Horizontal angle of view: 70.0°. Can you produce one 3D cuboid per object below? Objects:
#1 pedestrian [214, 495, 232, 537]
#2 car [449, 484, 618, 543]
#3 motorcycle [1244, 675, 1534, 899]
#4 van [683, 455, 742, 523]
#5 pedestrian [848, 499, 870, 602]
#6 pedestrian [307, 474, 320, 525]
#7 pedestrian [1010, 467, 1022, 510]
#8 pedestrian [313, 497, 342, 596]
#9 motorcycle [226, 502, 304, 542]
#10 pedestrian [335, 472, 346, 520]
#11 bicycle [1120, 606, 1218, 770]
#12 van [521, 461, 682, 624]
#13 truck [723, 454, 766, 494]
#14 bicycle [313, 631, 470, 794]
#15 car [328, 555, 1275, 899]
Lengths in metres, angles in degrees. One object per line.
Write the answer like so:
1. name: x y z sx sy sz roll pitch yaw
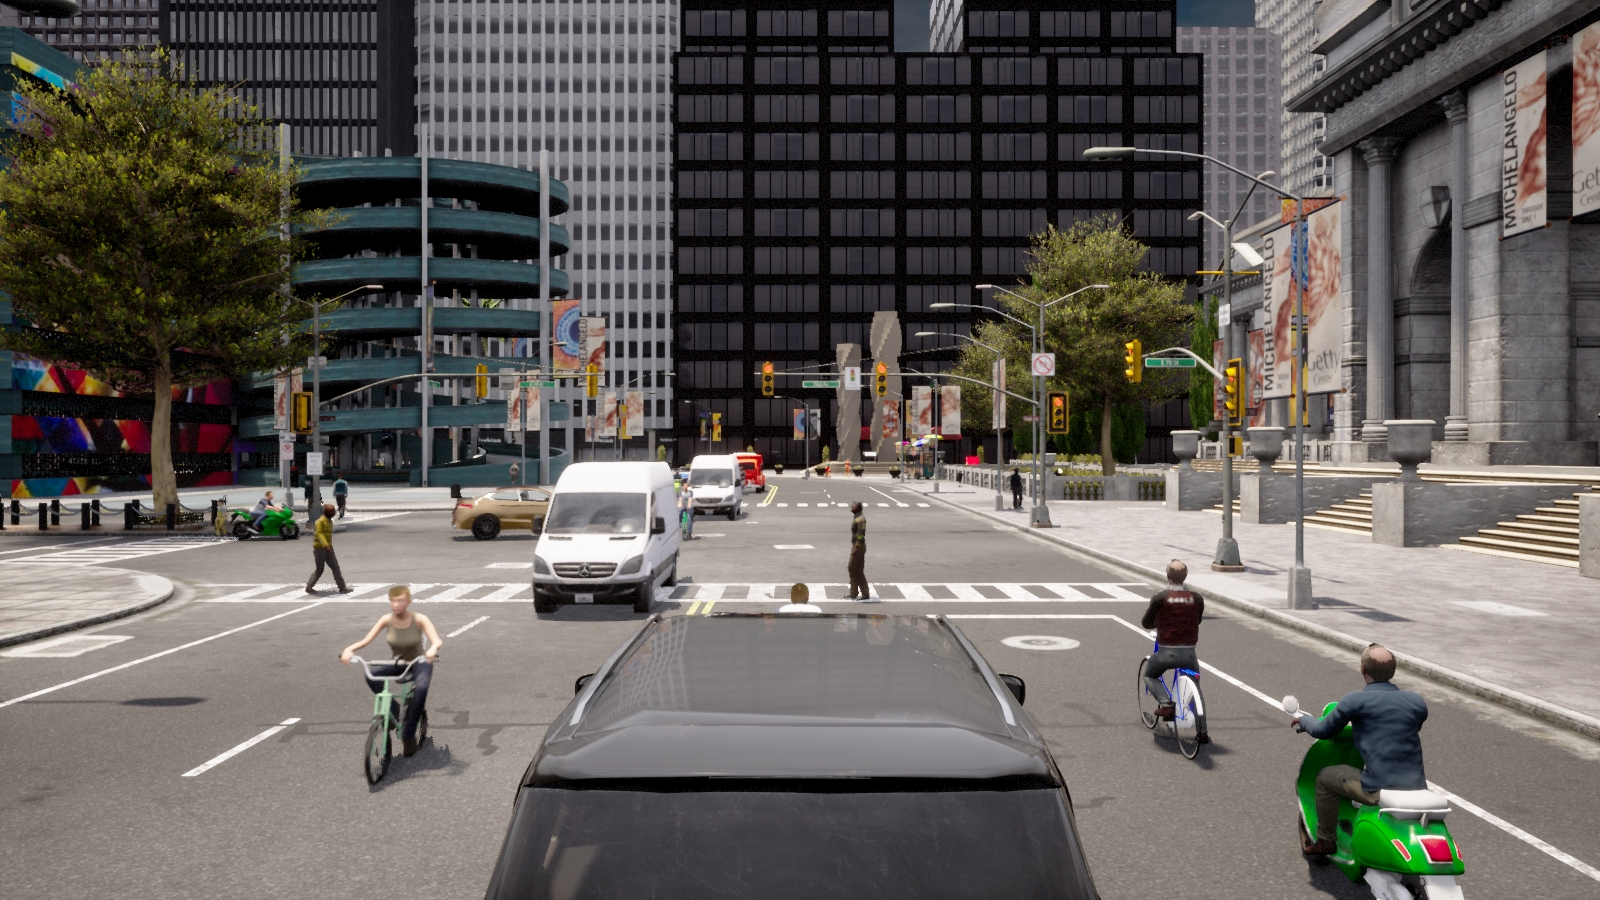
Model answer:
1. pedestrian: -18.533 2.114 36.688 0.375 1.300 0.375 0 0 21
2. car: -8.529 1.977 36.490 5.027 1.651 2.152 0 0 -20
3. motorcycle: 3.509 2.179 7.029 0.856 1.236 1.805 0 0 0
4. van: -3.518 1.516 46.869 1.988 2.561 5.915 0 0 0
5. pedestrian: 1.085 1.841 21.010 0.375 1.860 0.375 0 0 -1
6. pedestrian: -17.965 1.832 42.198 0.375 1.860 0.375 0 0 -10
7. pedestrian: 9.399 1.677 49.690 0.375 1.860 0.375 0 0 -12
8. pedestrian: -9.047 1.840 21.874 0.375 1.860 0.375 0 0 13
9. motorcycle: -16.369 2.199 34.994 2.033 1.145 0.803 0 0 -4
10. pedestrian: -18.336 1.830 45.598 0.375 1.860 0.375 0 0 -12
11. bicycle: 3.482 2.205 10.903 0.329 1.171 1.835 0 0 0
12. van: -3.514 1.526 21.434 1.988 2.561 5.915 0 0 0
13. truck: -3.577 1.539 74.779 2.627 2.467 5.204 0 0 -1
14. bicycle: -3.533 2.252 10.032 0.859 1.080 1.487 0 0 0
15. car: 0.021 1.777 5.375 2.150 2.045 5.566 0 0 0
